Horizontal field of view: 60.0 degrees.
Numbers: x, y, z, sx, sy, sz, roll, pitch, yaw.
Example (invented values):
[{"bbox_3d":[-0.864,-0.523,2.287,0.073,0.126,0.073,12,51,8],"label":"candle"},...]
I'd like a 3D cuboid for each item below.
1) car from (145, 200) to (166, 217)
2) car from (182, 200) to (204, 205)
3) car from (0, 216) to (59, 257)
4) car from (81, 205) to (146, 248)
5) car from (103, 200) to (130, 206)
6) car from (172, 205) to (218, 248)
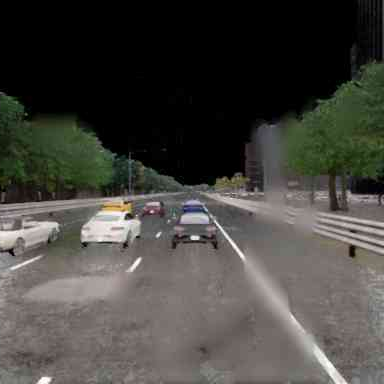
[{"bbox_3d":[-3.389,1.497,30.453,1.812,1.442,4.674,0,0,0],"label":"car"},{"bbox_3d":[0.111,1.448,30.891,1.882,1.535,5.008,0,0,0],"label":"car"},{"bbox_3d":[-6.895,1.590,12.856,1.895,1.301,4.718,0,0,0],"label":"car"},{"bbox_3d":[-3.393,1.513,14.546,1.812,1.442,4.674,0,0,0],"label":"car"},{"bbox_3d":[-6.888,1.449,30.864,1.882,1.535,5.008,0,0,0],"label":"car"},{"bbox_3d":[0.119,1.513,14.538,1.812,1.442,4.674,0,0,0],"label":"car"}]
